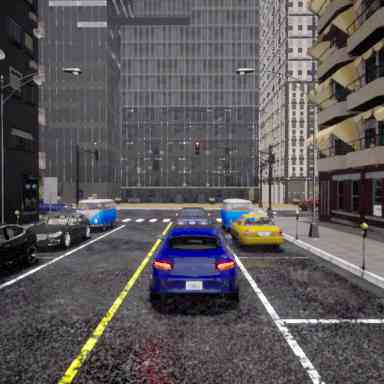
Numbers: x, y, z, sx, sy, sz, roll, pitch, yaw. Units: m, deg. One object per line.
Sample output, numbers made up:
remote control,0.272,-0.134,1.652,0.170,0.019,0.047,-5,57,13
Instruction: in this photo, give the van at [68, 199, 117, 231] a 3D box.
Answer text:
van,-5.718,1.336,20.030,1.690,1.788,3.998,-1,0,0

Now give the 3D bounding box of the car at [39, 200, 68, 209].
car,-14.176,1.478,33.708,4.674,1.442,1.812,0,1,0

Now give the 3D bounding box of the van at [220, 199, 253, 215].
van,2.662,1.336,20.008,1.690,1.788,3.998,-1,0,0

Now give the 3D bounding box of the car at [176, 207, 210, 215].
car,0.046,1.543,18.551,2.033,1.411,5.357,0,0,1

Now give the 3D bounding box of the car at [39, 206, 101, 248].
car,-5.711,1.547,14.429,2.008,1.369,4.403,-1,0,0

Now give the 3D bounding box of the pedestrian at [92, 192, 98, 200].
pedestrian,-12.425,0.883,42.427,0.375,1.860,0.375,0,1,0

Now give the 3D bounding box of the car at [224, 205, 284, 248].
car,2.669,1.521,14.576,1.752,1.417,4.829,-1,0,0

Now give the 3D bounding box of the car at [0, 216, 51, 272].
car,-5.707,1.563,8.826,1.947,1.339,4.313,-1,0,0

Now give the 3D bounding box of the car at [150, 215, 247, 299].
car,0.060,1.523,8.308,1.812,1.442,4.674,0,0,1

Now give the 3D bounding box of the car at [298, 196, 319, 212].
car,15.208,1.336,39.348,5.009,1.841,2.192,0,1,0
